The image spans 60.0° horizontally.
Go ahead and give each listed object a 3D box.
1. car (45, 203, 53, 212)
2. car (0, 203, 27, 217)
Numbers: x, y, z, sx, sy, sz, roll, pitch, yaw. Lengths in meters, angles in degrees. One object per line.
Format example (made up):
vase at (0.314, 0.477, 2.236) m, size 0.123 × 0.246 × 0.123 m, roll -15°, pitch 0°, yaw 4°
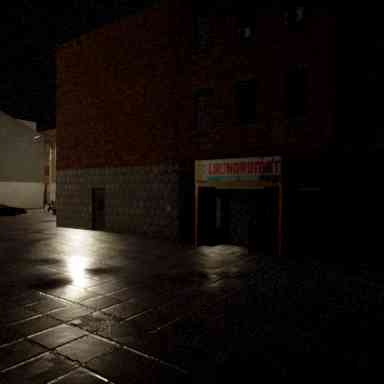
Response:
car at (-14.487, 1.522, 38.351) m, size 2.128 × 1.511 × 4.902 m, roll 0°, pitch 0°, yaw 36°
car at (-17.434, 1.584, 29.153) m, size 2.033 × 1.411 × 5.357 m, roll 0°, pitch 0°, yaw 35°
